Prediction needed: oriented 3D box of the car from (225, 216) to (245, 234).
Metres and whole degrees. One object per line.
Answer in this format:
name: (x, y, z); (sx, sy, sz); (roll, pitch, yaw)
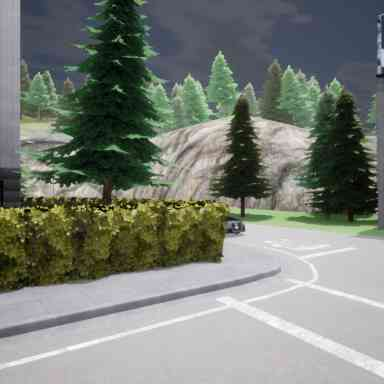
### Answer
car: (1.079, 1.740, 19.501); (1.994, 1.385, 4.181); (0, 0, -42)
